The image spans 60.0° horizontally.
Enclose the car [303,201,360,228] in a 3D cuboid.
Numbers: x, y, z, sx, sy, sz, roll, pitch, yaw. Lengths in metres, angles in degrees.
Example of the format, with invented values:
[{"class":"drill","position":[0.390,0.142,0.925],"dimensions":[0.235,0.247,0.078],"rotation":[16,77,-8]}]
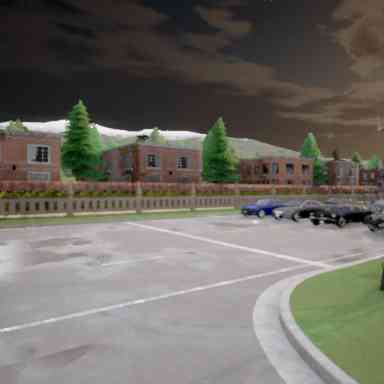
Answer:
[{"class":"car","position":[9.366,1.434,20.737],"dimensions":[4.718,1.301,1.895],"rotation":[0,1,-36]}]

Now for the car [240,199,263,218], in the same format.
[{"class":"car","position":[6.109,1.240,27.015],"dimensions":[5.008,1.535,1.882],"rotation":[0,1,-36]}]

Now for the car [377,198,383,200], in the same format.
[{"class":"car","position":[18.382,1.286,31.540],"dimensions":[4.674,1.442,1.812],"rotation":[0,1,-36]}]

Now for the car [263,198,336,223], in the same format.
[{"class":"car","position":[7.756,1.289,23.889],"dimensions":[4.902,1.511,2.128],"rotation":[0,1,-36]}]

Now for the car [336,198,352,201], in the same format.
[{"class":"car","position":[14.559,1.280,33.110],"dimensions":[5.357,1.411,2.033],"rotation":[0,1,-36]}]

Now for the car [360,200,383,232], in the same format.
[{"class":"car","position":[11.386,1.345,17.879],"dimensions":[5.008,1.535,1.882],"rotation":[0,1,-36]}]
